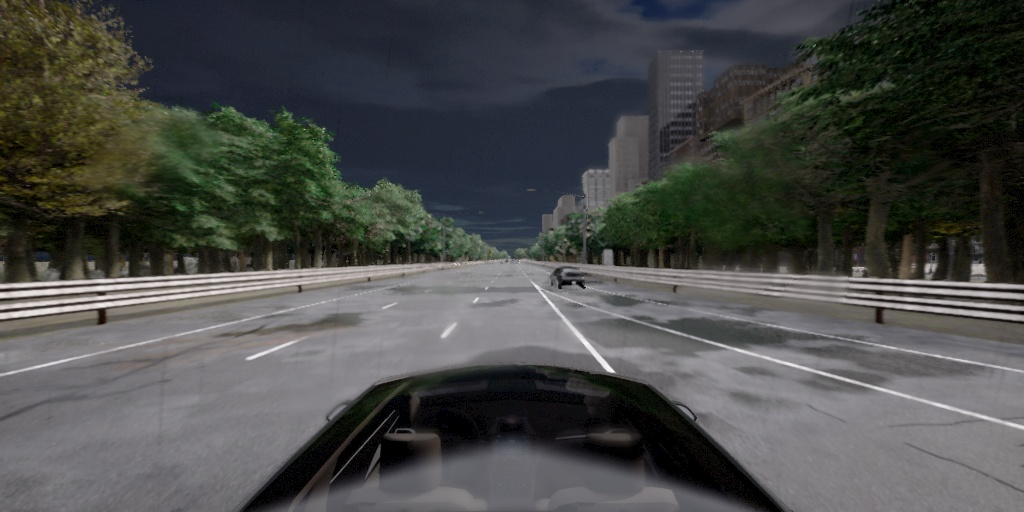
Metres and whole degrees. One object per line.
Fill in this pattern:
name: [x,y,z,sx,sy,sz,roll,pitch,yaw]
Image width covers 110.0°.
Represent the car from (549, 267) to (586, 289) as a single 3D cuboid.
car: [3.871,1.508,25.585,1.837,1.490,4.892,-1,-1,-3]
